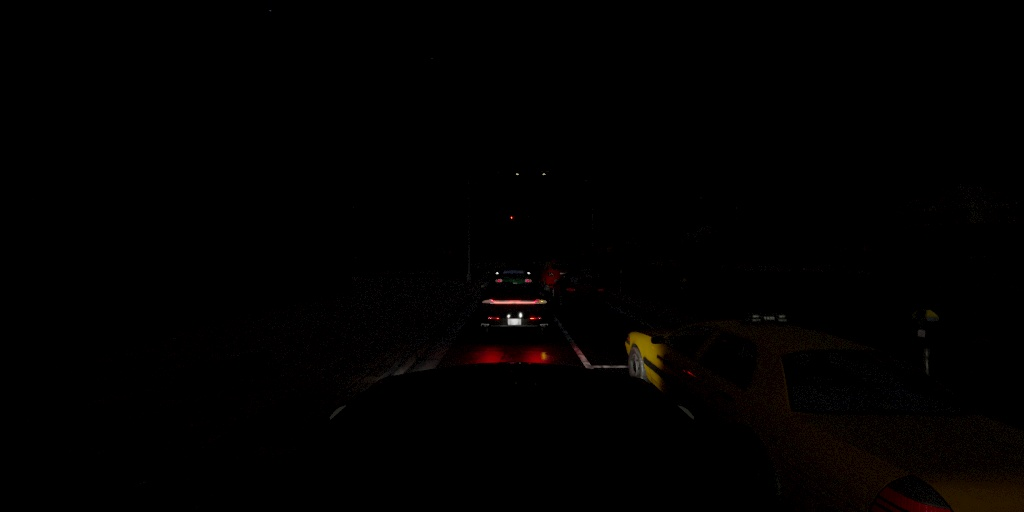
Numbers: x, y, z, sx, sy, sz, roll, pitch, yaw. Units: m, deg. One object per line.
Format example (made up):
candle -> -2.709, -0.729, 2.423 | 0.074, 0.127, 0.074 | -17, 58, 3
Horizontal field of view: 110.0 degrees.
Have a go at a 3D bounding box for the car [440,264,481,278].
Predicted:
car -> -3.884, 1.369, 31.787 | 4.718, 1.301, 1.895 | 0, -1, 0

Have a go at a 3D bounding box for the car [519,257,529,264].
car -> 2.748, 1.403, 62.918 | 1.888, 1.381, 4.507 | 0, 0, 0

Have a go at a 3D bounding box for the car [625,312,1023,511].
car -> 2.643, 1.276, 4.000 | 1.751, 1.417, 4.829 | 0, 0, 0

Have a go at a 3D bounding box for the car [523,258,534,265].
car -> 2.719, 1.356, 46.607 | 1.888, 1.381, 4.507 | 0, 0, 0

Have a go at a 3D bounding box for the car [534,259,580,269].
car -> 2.671, 1.076, 20.177 | 2.192, 1.841, 5.009 | 0, 0, 0

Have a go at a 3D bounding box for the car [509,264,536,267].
car -> 0.060, 1.325, 19.297 | 1.994, 1.385, 4.181 | 0, 0, -1

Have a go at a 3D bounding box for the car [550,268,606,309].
car -> 2.662, 1.338, 14.728 | 1.802, 1.307, 4.207 | 0, 0, 0

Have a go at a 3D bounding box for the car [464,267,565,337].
car -> 0.080, 1.245, 10.352 | 2.128, 1.511, 4.902 | 0, 0, 1

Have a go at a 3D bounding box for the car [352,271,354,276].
car -> -16.317, 1.299, 31.767 | 4.181, 1.385, 1.994 | 0, -1, 0
